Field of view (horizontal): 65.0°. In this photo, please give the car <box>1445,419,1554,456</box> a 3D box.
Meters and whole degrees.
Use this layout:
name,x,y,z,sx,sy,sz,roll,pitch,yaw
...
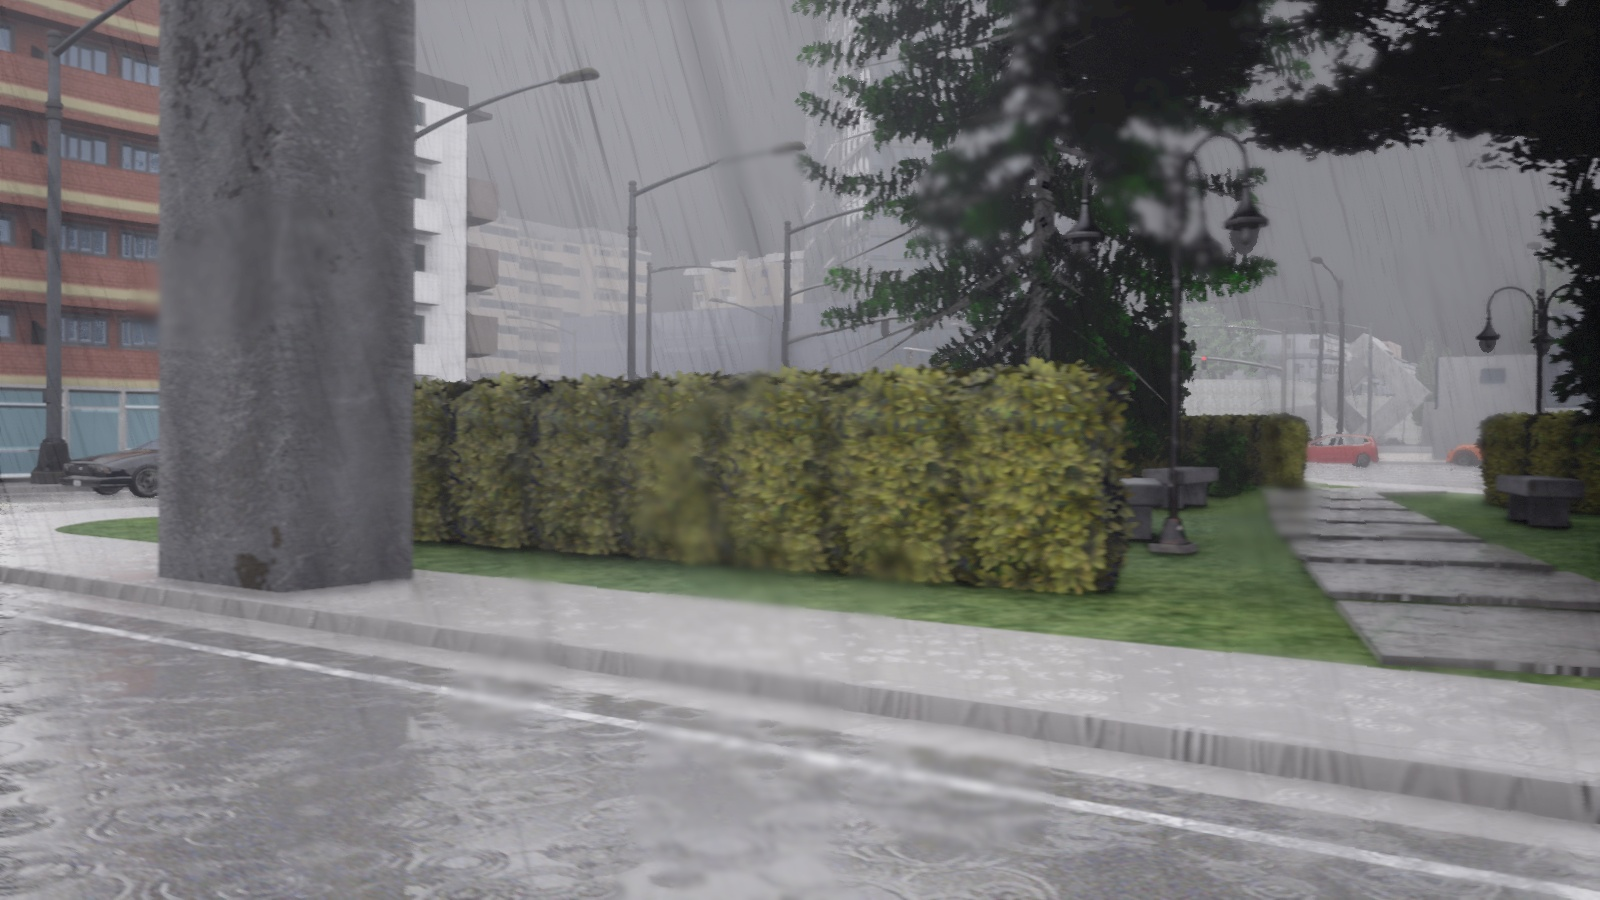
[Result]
name,x,y,z,sx,sy,sz,roll,pitch,yaw
car,34.510,-0.602,61.962,4.553,1.767,2.097,0,1,33

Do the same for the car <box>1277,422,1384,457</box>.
name,x,y,z,sx,sy,sz,roll,pitch,yaw
car,26.246,-0.514,62.246,4.611,1.667,2.242,0,0,15

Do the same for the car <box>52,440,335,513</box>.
name,x,y,z,sx,sy,sz,roll,pitch,yaw
car,-13.342,0.519,28.012,2.033,1.411,5.357,0,1,34
